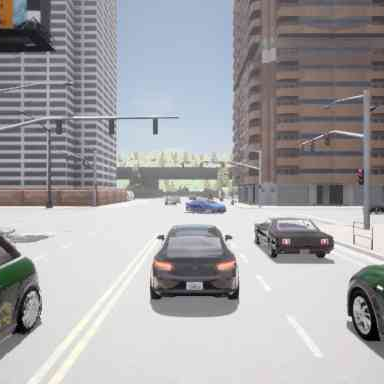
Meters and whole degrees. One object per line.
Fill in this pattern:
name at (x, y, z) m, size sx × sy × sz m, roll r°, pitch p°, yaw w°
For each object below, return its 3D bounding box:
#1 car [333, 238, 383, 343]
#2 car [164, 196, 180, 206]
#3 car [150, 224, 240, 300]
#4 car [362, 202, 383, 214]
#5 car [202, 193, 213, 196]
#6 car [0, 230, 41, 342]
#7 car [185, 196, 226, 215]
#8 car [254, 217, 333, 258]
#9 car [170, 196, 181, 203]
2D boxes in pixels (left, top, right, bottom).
car at (3.602, 1.352, 3.660) m, size 2.097 × 1.767 × 4.553 m, roll 0°, pitch 0°, yaw 0°
car at (-3.563, 1.490, 55.049) m, size 2.128 × 1.511 × 4.902 m, roll 0°, pitch 0°, yaw 0°
car at (0.066, 1.526, 8.294) m, size 1.812 × 1.442 × 4.674 m, roll 0°, pitch 0°, yaw 0°
car at (19.977, 1.601, 33.760) m, size 4.718 × 1.301 × 1.895 m, roll 0°, pitch 0°, yaw 1°
car at (3.545, 1.225, 76.064) m, size 2.150 × 2.045 × 5.566 m, roll 0°, pitch 0°, yaw 0°
car at (-3.599, 1.352, 3.722) m, size 2.097 × 1.767 × 4.553 m, roll 0°, pitch 0°, yaw 0°
car at (1.356, 1.477, 34.365) m, size 1.882 × 1.535 × 5.008 m, roll -1°, pitch 1°, yaw -39°
car at (3.610, 1.601, 12.745) m, size 1.895 × 1.301 × 4.718 m, roll 0°, pitch 0°, yaw 1°
car at (-3.459, 1.525, 70.301) m, size 2.128 × 1.511 × 4.902 m, roll 0°, pitch 0°, yaw 0°
